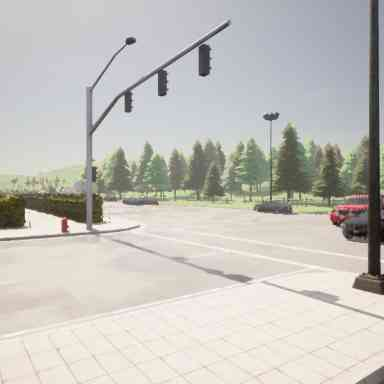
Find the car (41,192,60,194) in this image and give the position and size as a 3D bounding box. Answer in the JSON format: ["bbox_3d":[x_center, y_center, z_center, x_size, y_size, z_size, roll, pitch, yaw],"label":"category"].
[{"bbox_3d":[-24.085,1.221,57.637,2.150,2.045,5.566,0,0,-35],"label":"car"}]

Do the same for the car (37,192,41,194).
[{"bbox_3d":[-29.754,1.058,65.879,2.150,2.045,5.566,0,0,-35],"label":"car"}]

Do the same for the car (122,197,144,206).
[{"bbox_3d":[-10.309,1.564,56.311,1.994,1.385,4.181,0,0,-35],"label":"car"}]

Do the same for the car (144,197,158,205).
[{"bbox_3d":[-7.730,1.564,58.740,1.994,1.385,4.181,0,0,-35],"label":"car"}]

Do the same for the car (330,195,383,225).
[{"bbox_3d":[11.469,1.220,21.974,5.566,2.045,2.150,0,0,-35],"label":"car"}]

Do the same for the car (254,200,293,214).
[{"bbox_3d":[8.521,1.564,34.971,1.994,1.385,4.181,0,0,-36],"label":"car"}]

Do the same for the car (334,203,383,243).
[{"bbox_3d":[9.270,1.477,16.111,5.008,1.535,1.882,0,0,-35],"label":"car"}]

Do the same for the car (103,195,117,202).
[{"bbox_3d":[-18.331,1.500,73.978,1.837,1.490,4.892,0,0,-35],"label":"car"}]
